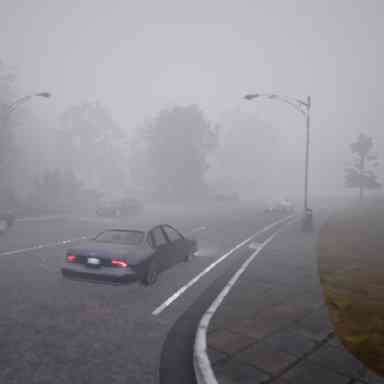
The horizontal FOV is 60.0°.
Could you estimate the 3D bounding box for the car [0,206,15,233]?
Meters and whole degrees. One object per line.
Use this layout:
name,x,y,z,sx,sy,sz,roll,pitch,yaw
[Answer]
car,-10.591,1.246,15.315,1.837,1.490,4.892,2,0,20

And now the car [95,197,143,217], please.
car,-5.842,1.176,27.114,1.837,1.490,4.892,2,3,25

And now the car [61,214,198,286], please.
car,-1.393,1.584,9.677,2.033,1.411,5.357,2,0,18

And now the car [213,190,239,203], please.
car,4.711,0.561,45.518,1.882,1.535,5.008,1,2,35

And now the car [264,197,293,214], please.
car,8.142,1.203,31.214,1.812,1.442,4.674,1,3,30
